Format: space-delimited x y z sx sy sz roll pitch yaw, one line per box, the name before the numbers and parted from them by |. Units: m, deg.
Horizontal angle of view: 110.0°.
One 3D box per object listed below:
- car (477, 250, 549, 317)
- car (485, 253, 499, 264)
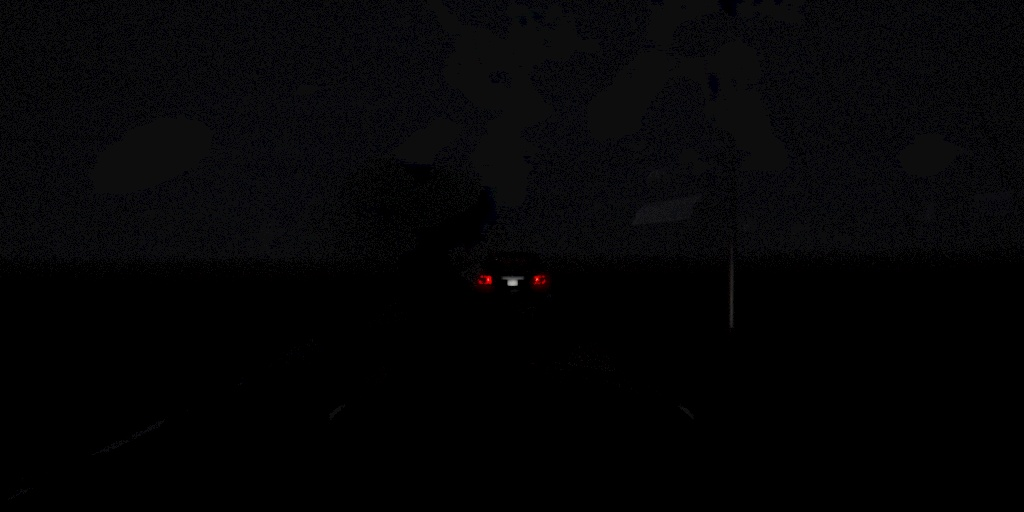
car | 0.046 0.824 12.696 2.150 2.045 5.566 0 0 1
car | -2.857 0.354 52.328 1.837 1.490 4.892 0 2 0
